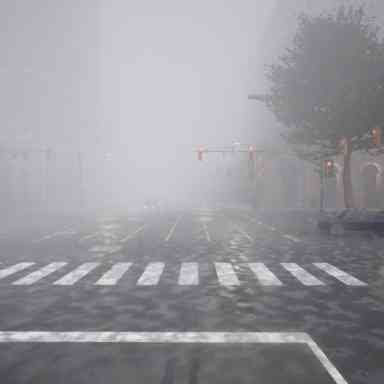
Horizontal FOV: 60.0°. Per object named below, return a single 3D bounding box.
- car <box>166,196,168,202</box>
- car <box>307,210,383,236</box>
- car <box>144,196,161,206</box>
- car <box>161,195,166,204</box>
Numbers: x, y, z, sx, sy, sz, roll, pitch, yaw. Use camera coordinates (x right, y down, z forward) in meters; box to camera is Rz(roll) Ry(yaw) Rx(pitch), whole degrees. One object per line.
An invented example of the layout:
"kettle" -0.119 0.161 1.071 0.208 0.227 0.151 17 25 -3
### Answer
"car" -6.495 1.478 75.481 1.882 1.535 5.008 0 0 1
"car" 8.735 1.601 17.547 4.718 1.301 1.895 0 0 4
"car" -6.825 1.477 55.539 1.882 1.535 5.008 0 0 0
"car" -6.693 1.525 65.109 1.812 1.442 4.674 0 0 1
